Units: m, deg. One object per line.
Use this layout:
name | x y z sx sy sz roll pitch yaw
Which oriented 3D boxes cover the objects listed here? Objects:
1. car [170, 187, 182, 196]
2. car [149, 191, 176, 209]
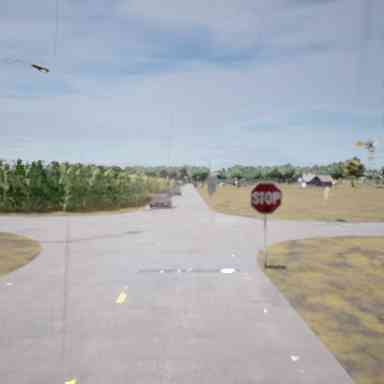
car | -3.021 -0.136 63.323 2.097 1.767 4.553 0 1 0
car | -2.902 0.924 32.277 1.994 1.385 4.181 0 2 1
